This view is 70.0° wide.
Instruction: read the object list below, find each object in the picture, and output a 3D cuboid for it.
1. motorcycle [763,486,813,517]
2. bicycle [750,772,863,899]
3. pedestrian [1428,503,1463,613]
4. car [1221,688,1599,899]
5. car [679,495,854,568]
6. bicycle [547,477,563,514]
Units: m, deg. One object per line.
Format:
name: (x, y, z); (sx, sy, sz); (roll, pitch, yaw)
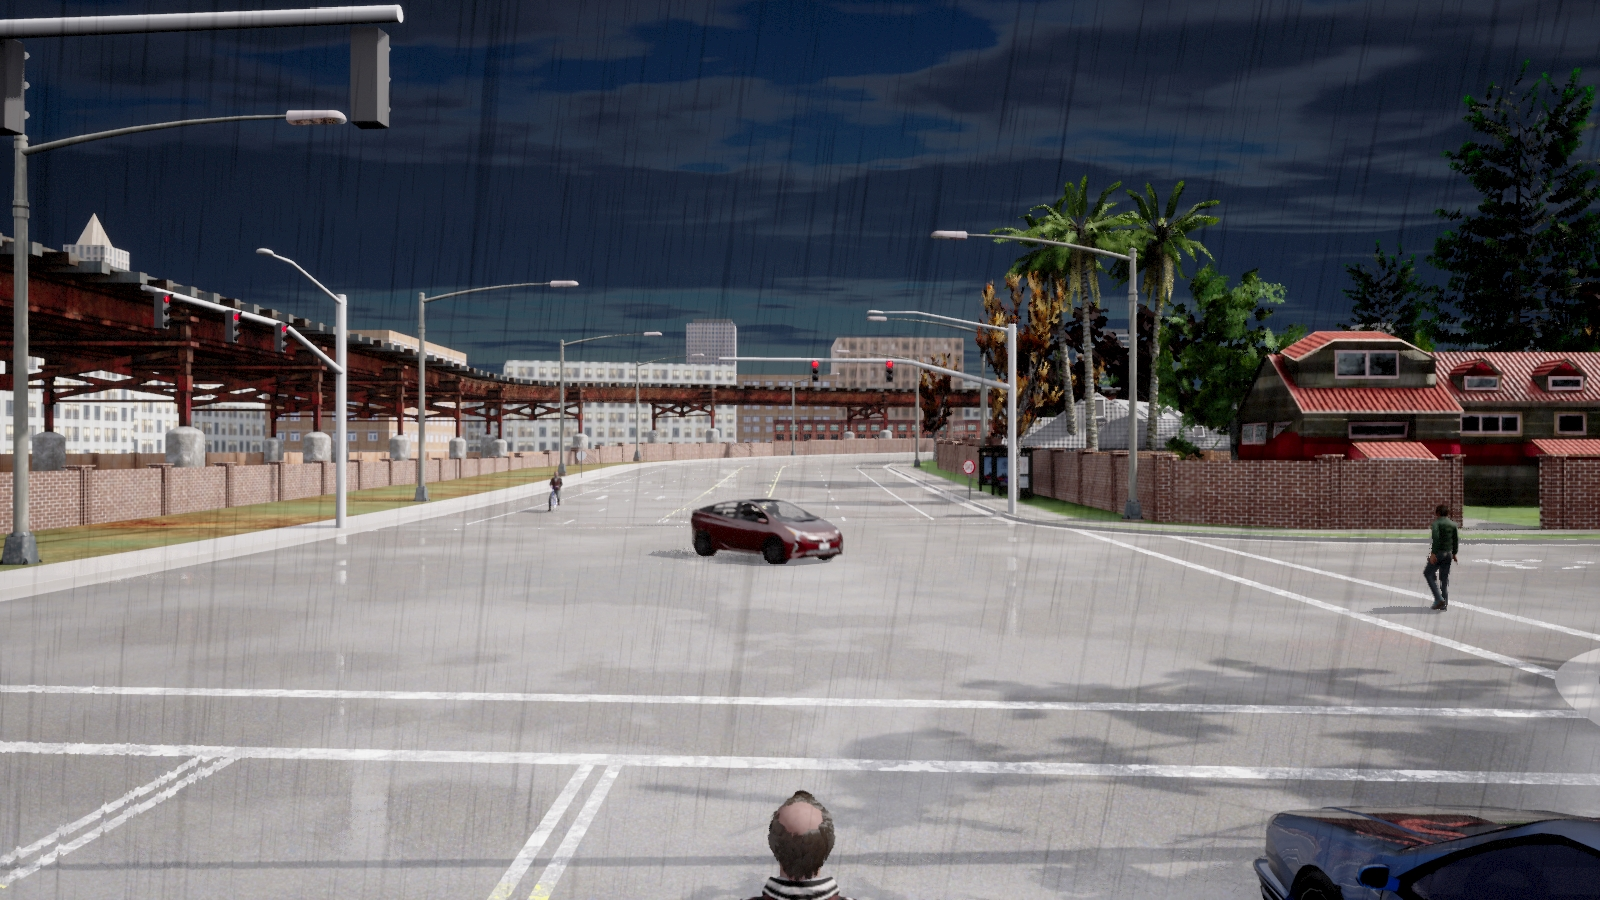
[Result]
motorcycle: (-0.532, 2.205, 49.294); (2.209, 1.251, 0.867); (0, -1, 44)
bicycle: (0.019, 2.048, 3.681); (0.329, 1.496, 1.835); (0, 0, 0)
pedestrian: (11.133, 1.848, 19.716); (0.375, 1.860, 0.375); (0, 0, -4)
car: (3.467, 2.106, 4.038); (2.033, 1.411, 5.357); (0, 0, 1)
car: (-0.941, 2.023, 29.318); (2.007, 1.525, 4.514); (0, 0, -43)
bicycle: (-10.519, 1.934, 49.111); (0.329, 1.496, 1.835); (0, 0, 0)
